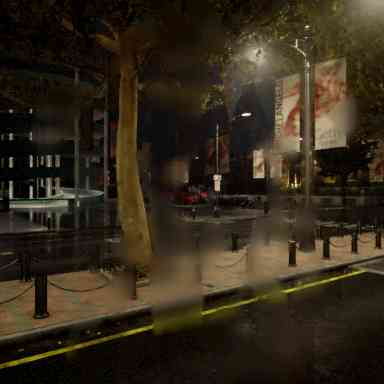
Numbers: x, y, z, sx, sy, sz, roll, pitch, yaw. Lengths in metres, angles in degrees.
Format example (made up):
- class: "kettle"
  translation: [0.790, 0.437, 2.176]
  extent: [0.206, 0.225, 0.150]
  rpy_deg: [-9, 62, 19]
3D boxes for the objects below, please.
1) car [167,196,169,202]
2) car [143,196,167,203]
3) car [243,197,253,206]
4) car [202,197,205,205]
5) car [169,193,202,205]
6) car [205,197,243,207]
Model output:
- class: "car"
  translation: [-4.461, 1.526, 68.535]
  extent: [1.812, 1.442, 4.674]
  rpy_deg: [0, 0, -44]
- class: "car"
  translation: [-7.826, 1.478, 66.762]
  extent: [5.008, 1.535, 1.882]
  rpy_deg: [0, 0, 42]
- class: "car"
  translation: [7.500, 1.491, 52.763]
  extent: [2.128, 1.511, 4.902]
  rpy_deg: [0, 0, -35]
- class: "car"
  translation: [1.854, 1.547, 60.713]
  extent: [2.033, 1.411, 5.357]
  rpy_deg: [0, 0, -36]
- class: "car"
  translation: [-1.166, 1.221, 58.921]
  extent: [2.150, 2.045, 5.566]
  rpy_deg: [0, 0, -36]
- class: "car"
  translation: [4.743, 1.547, 50.619]
  extent: [2.033, 1.411, 5.357]
  rpy_deg: [0, 0, -35]
